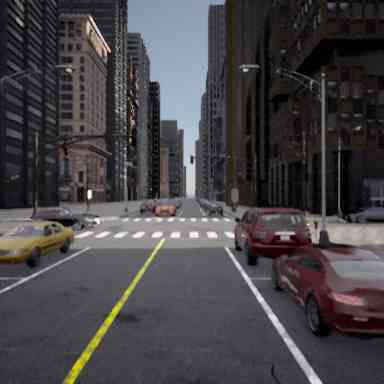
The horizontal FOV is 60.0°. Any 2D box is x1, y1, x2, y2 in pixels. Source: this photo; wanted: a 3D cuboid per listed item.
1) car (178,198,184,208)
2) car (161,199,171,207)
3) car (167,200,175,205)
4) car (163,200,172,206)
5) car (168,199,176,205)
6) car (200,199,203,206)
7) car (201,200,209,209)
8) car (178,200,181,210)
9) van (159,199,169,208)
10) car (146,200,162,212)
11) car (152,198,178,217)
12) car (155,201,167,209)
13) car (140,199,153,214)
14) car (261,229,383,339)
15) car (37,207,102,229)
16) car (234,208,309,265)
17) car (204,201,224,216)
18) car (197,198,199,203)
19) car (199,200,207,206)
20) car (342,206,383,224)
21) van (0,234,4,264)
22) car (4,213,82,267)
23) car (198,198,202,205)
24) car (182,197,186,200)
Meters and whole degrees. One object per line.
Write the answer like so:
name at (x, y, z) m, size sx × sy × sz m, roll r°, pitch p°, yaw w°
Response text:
car at (-3.048, 2.328, 58.718) m, size 2.033 × 1.411 × 5.357 m, roll 0°, pitch -1°, yaw 1°
car at (-5.740, 2.416, 73.049) m, size 1.967 × 1.590 × 4.097 m, roll 0°, pitch -1°, yaw 0°
car at (-5.734, 2.777, 89.968) m, size 1.947 × 1.339 × 4.313 m, roll 0°, pitch -1°, yaw 0°
car at (-5.738, 2.577, 78.518) m, size 1.752 × 1.417 × 4.829 m, roll 0°, pitch -1°, yaw 0°
car at (-5.732, 2.832, 95.441) m, size 1.752 × 1.417 × 4.829 m, roll 0°, pitch -1°, yaw 0°
car at (2.780, 2.290, 56.133) m, size 1.887 × 1.381 × 4.507 m, roll 0°, pitch -1°, yaw 0°
car at (2.778, 2.221, 50.493) m, size 2.008 × 1.369 × 4.403 m, roll 0°, pitch -1°, yaw 0°
car at (-3.074, 2.241, 48.288) m, size 1.895 × 1.301 × 4.718 m, roll 0°, pitch -1°, yaw 0°
van at (-5.742, 2.240, 67.410) m, size 1.690 × 1.788 × 3.998 m, roll 0°, pitch -1°, yaw 0°
car at (-5.748, 2.110, 50.489) m, size 1.967 × 1.590 × 4.097 m, roll 0°, pitch -1°, yaw 0°
car at (-3.028, 1.857, 38.170) m, size 2.097 × 1.767 × 4.553 m, roll 0°, pitch -1°, yaw -2°
car at (-5.744, 2.404, 61.766) m, size 1.802 × 1.307 × 4.206 m, roll 0°, pitch -1°, yaw 0°
car at (-5.750, 1.909, 44.849) m, size 2.192 × 1.841 × 5.009 m, roll 0°, pitch -1°, yaw 0°
car at (2.763, 1.670, 6.564) m, size 1.802 × 1.307 × 4.206 m, roll 0°, pitch -1°, yaw 0°
car at (-8.646, 1.815, 22.880) m, size 4.902 × 1.511 × 2.128 m, roll 0°, pitch -1°, yaw 14°
car at (2.765, 1.477, 12.245) m, size 2.192 × 1.841 × 5.009 m, roll 0°, pitch -1°, yaw 0°
car at (2.774, 2.070, 39.213) m, size 2.008 × 1.369 × 4.403 m, roll 0°, pitch -1°, yaw 0°
car at (2.787, 2.494, 78.695) m, size 1.967 × 1.590 × 4.097 m, roll 0°, pitch -1°, yaw 0°
car at (2.789, 2.660, 84.504) m, size 1.752 × 1.417 × 4.829 m, roll 0°, pitch -1°, yaw 0°
car at (14.679, 1.886, 27.396) m, size 4.181 × 1.385 × 1.994 m, roll 0°, pitch -1°, yaw 0°
van at (-5.762, 1.429, 6.560) m, size 1.690 × 1.788 × 3.998 m, roll 0°, pitch -1°, yaw 0°
car at (-5.760, 1.685, 12.065) m, size 1.752 × 1.417 × 4.829 m, roll 0°, pitch -1°, yaw 0°
car at (2.783, 2.339, 67.415) m, size 1.967 × 1.590 × 4.097 m, roll 0°, pitch -1°, yaw 0°
car at (-2.977, 2.434, 68.787) m, size 2.128 × 1.511 × 4.902 m, roll 0°, pitch -1°, yaw 0°
